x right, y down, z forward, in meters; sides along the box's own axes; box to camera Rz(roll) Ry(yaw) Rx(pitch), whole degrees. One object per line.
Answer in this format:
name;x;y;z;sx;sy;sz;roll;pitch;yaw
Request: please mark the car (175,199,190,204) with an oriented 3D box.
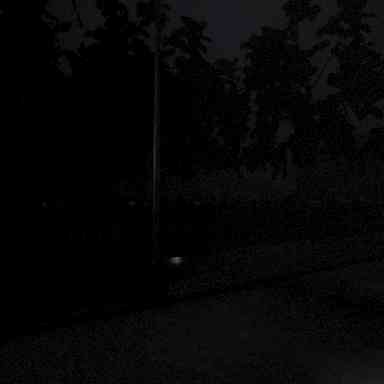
car;-1.558;1.976;59.833;1.895;1.301;4.718;1;0;-35
